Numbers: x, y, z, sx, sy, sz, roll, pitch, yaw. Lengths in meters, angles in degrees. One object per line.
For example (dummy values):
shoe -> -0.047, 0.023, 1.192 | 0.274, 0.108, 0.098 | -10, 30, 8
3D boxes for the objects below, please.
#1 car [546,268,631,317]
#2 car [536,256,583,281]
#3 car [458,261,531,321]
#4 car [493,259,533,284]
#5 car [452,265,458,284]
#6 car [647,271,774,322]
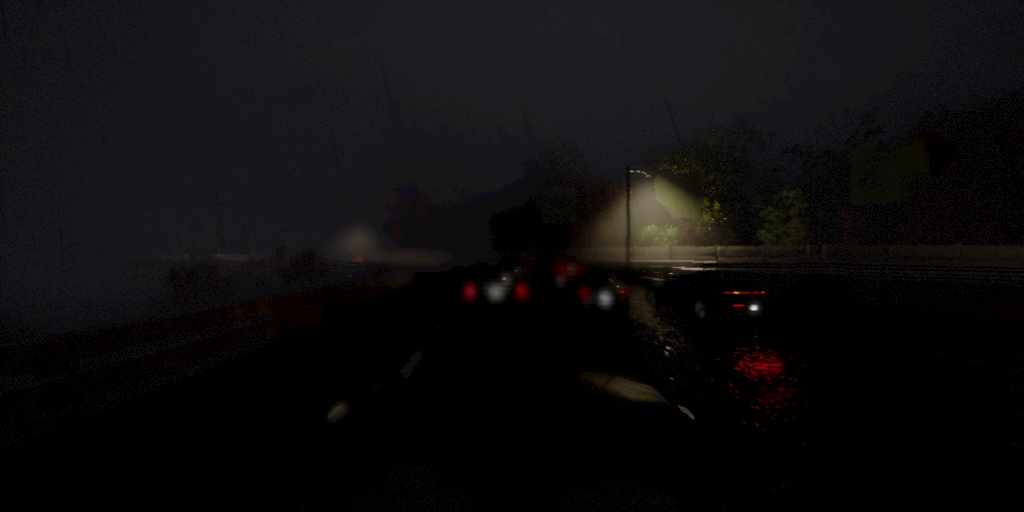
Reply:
car -> 2.776, 1.330, 13.399 | 1.994, 1.385, 4.181 | 0, 0, -6
car -> 3.656, 1.025, 28.221 | 2.150, 2.045, 5.566 | 0, 0, -14
car -> -0.682, 1.135, 12.854 | 2.097, 1.767, 4.553 | 0, 0, -6
car -> -0.054, 1.173, 28.444 | 2.097, 1.767, 4.553 | 0, 0, -15
car -> -3.566, 1.333, 28.118 | 2.128, 1.511, 4.902 | 0, 0, -15
car -> 6.417, 1.243, 12.265 | 1.837, 1.490, 4.892 | 0, -2, -6
